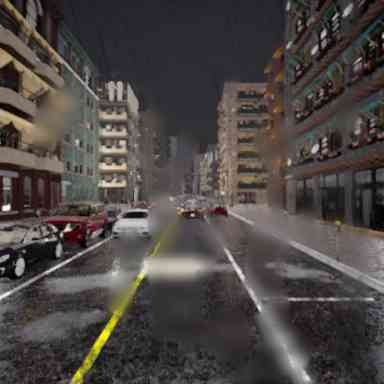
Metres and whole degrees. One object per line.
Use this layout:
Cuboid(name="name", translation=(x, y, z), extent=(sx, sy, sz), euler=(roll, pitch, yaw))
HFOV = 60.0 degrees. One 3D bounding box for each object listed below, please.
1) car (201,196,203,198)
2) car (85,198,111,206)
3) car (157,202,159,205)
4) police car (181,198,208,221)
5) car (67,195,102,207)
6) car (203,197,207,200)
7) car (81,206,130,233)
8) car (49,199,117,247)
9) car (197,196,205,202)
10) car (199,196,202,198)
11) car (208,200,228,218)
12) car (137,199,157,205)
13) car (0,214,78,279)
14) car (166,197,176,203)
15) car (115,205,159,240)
Cuboid(name="car", translation=(2.460, 1.921, 75.949), extent=(2.008, 1.369, 4.403), euler=(1, 0, 0))
Cuboid(name="car", translation=(-17.718, 1.890, 62.734), extent=(4.313, 1.339, 1.947), euler=(0, -1, -1))
Cuboid(name="car", translation=(-5.378, 1.654, 43.366), extent=(1.967, 1.590, 4.097), euler=(1, 0, 0))
Cuboid(name="police car", translation=(0.056, 1.663, 29.234), extent=(2.038, 1.542, 4.974), euler=(0, 1, 0))
Cuboid(name="car", translation=(-17.644, 1.504, 54.860), extent=(5.009, 1.841, 2.192), euler=(0, -1, -1))
Cuboid(name="car", translation=(2.519, 1.627, 37.851), extent=(1.967, 1.590, 4.097), euler=(1, 0, 0))
Cuboid(name="car", translation=(-5.338, 1.671, 21.170), extent=(1.947, 1.339, 4.313), euler=(1, 0, 0))
Cuboid(name="car", translation=(-5.327, 1.393, 15.623), extent=(2.192, 1.841, 5.009), euler=(1, 0, 0))
Cuboid(name="car", translation=(2.444, 1.865, 87.292), extent=(1.967, 1.590, 4.097), euler=(1, 0, 0))
Cuboid(name="car", translation=(0.000, 1.689, 42.737), extent=(1.882, 1.535, 5.008), euler=(0, -1, 0))
Cuboid(name="car", translation=(2.525, 1.742, 32.302), extent=(1.802, 1.307, 4.206), euler=(1, 0, 0))
Cuboid(name="car", translation=(-5.368, 1.769, 37.817), extent=(1.802, 1.307, 4.206), euler=(1, 0, 0))
Cuboid(name="car", translation=(-5.321, 1.602, 10.073), extent=(2.008, 1.369, 4.403), euler=(1, 0, 0))
Cuboid(name="car", translation=(-5.428, 1.922, 81.409), extent=(1.752, 1.417, 4.829), euler=(1, 0, 0))
Cuboid(name="car", translation=(-2.876, 1.614, 17.639), extent=(1.812, 1.442, 4.674), euler=(0, 0, 0))
